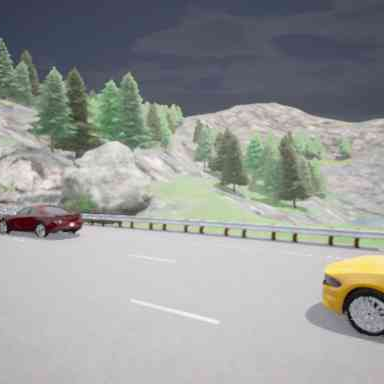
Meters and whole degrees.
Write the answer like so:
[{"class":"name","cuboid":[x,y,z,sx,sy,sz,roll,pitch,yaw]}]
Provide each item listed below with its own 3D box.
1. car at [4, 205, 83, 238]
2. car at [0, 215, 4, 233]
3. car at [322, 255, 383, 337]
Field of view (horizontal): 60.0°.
[{"class":"car","cuboid":[-7.853,1.401,17.155,5.008,1.535,1.882,0,0,31]},{"class":"car","cuboid":[-10.842,1.279,14.835,4.553,1.767,2.097,0,0,30]},{"class":"car","cuboid":[4.577,1.467,4.920,5.008,1.535,1.882,0,0,36]}]
